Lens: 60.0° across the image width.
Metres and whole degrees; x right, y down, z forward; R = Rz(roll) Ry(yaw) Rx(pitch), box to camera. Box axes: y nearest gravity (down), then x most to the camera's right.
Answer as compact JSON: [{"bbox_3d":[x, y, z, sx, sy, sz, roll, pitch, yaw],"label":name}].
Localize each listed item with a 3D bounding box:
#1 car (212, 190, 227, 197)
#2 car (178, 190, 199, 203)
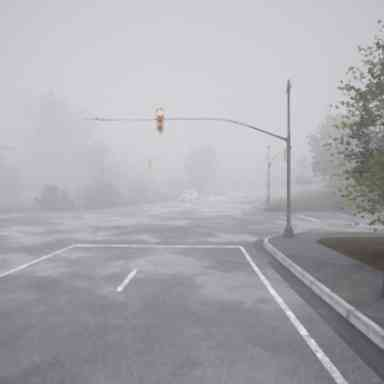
[{"bbox_3d":[6.213,0.323,75.091,1.895,1.301,4.718,0,4,28],"label":"car"},{"bbox_3d":[-0.600,0.786,61.036,2.150,2.045,5.566,0,2,23],"label":"car"}]
